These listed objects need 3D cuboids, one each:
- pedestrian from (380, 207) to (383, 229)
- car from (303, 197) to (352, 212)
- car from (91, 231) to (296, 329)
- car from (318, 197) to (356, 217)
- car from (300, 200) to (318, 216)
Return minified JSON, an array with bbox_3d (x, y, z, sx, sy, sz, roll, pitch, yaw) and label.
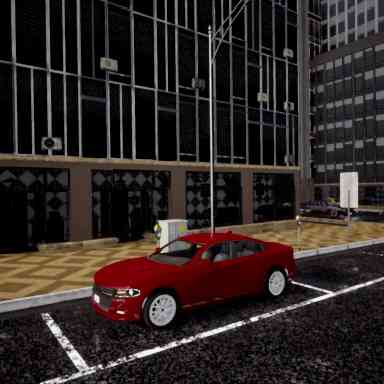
[{"bbox_3d":[10.373,1.137,17.529,0.375,1.860,0.375,-1,0,-35],"label":"pedestrian"},{"bbox_3d":[14.884,1.276,36.714,1.752,1.417,4.829,-1,1,-35],"label":"car"},{"bbox_3d":[0.231,1.544,6.889,4.507,1.381,1.887,0,-1,-35],"label":"car"},{"bbox_3d":[12.080,1.423,30.635,2.033,1.411,5.357,-1,1,-35],"label":"car"},{"bbox_3d":[8.890,1.452,30.763,2.008,1.369,4.403,-1,1,-35],"label":"car"}]
